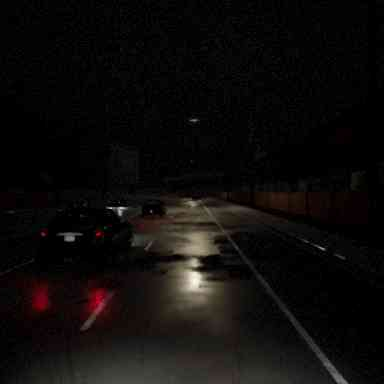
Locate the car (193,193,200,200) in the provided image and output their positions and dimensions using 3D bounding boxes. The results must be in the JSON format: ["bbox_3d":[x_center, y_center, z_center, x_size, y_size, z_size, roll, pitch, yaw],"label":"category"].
[{"bbox_3d":[1.062,1.130,85.882,1.801,1.575,5.366,0,0,0],"label":"car"}]

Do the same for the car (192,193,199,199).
[{"bbox_3d":[0.993,1.163,91.916,1.837,1.490,4.892,0,0,-2],"label":"car"}]

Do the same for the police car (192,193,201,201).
[{"bbox_3d":[1.060,1.138,75.799,1.930,1.638,5.238,0,0,0],"label":"police car"}]

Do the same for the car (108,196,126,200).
[{"bbox_3d":[-10.562,1.328,47.168,1.837,1.490,4.892,0,0,0],"label":"car"}]

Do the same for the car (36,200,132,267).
[{"bbox_3d":[-3.399,1.308,11.368,2.097,1.767,4.553,0,0,0],"label":"car"}]

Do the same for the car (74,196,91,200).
[{"bbox_3d":[-14.080,1.344,42.368,1.837,1.490,4.892,0,0,0],"label":"car"}]

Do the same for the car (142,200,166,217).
[{"bbox_3d":[-3.396,1.412,29.988,1.812,1.442,4.674,0,0,0],"label":"car"}]
